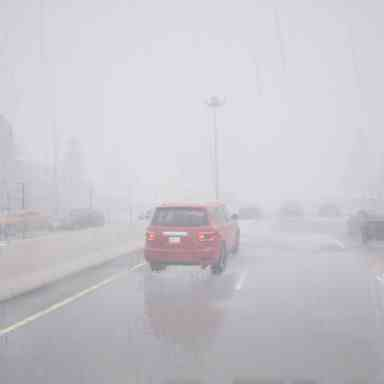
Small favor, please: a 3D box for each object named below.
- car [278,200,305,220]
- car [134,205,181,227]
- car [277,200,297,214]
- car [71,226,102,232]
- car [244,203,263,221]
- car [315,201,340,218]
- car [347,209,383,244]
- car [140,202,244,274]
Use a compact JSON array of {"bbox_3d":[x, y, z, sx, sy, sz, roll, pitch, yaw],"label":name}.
[{"bbox_3d":[9.127,1.572,30.604,2.097,1.767,4.553,-1,-1,15],"label":"car"},{"bbox_3d":[-2.723,1.920,27.771,2.033,1.411,5.357,-1,-1,15],"label":"car"},{"bbox_3d":[11.793,1.801,41.574,2.128,1.511,4.902,-1,-1,12],"label":"car"},{"bbox_3d":[-7.743,1.881,22.636,2.128,1.511,4.902,-1,-1,15],"label":"car"},{"bbox_3d":[5.281,1.748,29.777,1.882,1.535,5.008,-1,-1,15],"label":"car"},{"bbox_3d":[13.377,1.688,32.940,1.837,1.490,4.892,-1,0,15],"label":"car"},{"bbox_3d":[8.773,1.530,15.918,1.882,1.535,5.008,-1,-1,15],"label":"car"},{"bbox_3d":[0.258,1.353,11.283,2.150,2.045,5.566,-1,-1,15],"label":"car"}]
